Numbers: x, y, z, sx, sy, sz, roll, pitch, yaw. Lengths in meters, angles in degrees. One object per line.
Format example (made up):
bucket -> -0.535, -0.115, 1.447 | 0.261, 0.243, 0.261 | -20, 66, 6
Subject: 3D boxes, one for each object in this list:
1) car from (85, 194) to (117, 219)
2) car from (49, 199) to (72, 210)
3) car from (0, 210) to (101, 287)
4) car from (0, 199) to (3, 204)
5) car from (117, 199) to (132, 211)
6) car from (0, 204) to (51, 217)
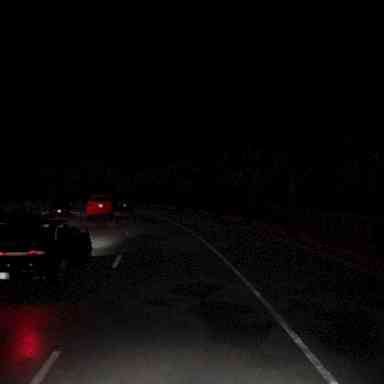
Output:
car -> -8.130, 1.221, 29.303 | 2.150, 2.045, 5.566 | 0, 0, -17
car -> -13.146, 1.515, 33.126 | 1.837, 1.490, 4.892 | 0, 0, -20
car -> -4.106, 1.496, 9.197 | 2.128, 1.511, 4.902 | 0, 0, -6
car -> -31.239, 1.608, 52.585 | 1.994, 1.385, 4.181 | 0, 0, -34
car -> -8.634, 1.555, 40.626 | 1.994, 1.385, 4.181 | 0, 0, -23
car -> -8.491, 1.503, 15.574 | 2.128, 1.511, 4.902 | 0, 0, -9
